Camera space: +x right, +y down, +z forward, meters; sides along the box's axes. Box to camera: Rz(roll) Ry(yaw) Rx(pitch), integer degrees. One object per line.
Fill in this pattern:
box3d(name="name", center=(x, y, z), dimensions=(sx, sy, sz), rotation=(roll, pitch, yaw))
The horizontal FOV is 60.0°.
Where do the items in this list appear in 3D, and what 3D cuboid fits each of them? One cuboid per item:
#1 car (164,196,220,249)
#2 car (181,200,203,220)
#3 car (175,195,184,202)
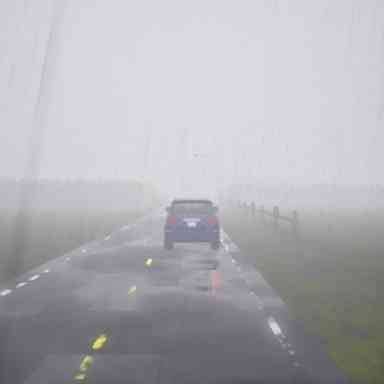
box3d(name="car", center=(0.000, 1.259, 14.721), dimensions=(2.150, 2.045, 5.566), rotation=(0, 0, 0))
box3d(name="car", center=(0.000, 1.531, 29.692), dimensions=(1.837, 1.490, 4.892), rotation=(0, 0, 0))
box3d(name="car", center=(-2.750, 1.572, 76.737), dimensions=(1.882, 1.535, 5.008), rotation=(0, 0, 0))
